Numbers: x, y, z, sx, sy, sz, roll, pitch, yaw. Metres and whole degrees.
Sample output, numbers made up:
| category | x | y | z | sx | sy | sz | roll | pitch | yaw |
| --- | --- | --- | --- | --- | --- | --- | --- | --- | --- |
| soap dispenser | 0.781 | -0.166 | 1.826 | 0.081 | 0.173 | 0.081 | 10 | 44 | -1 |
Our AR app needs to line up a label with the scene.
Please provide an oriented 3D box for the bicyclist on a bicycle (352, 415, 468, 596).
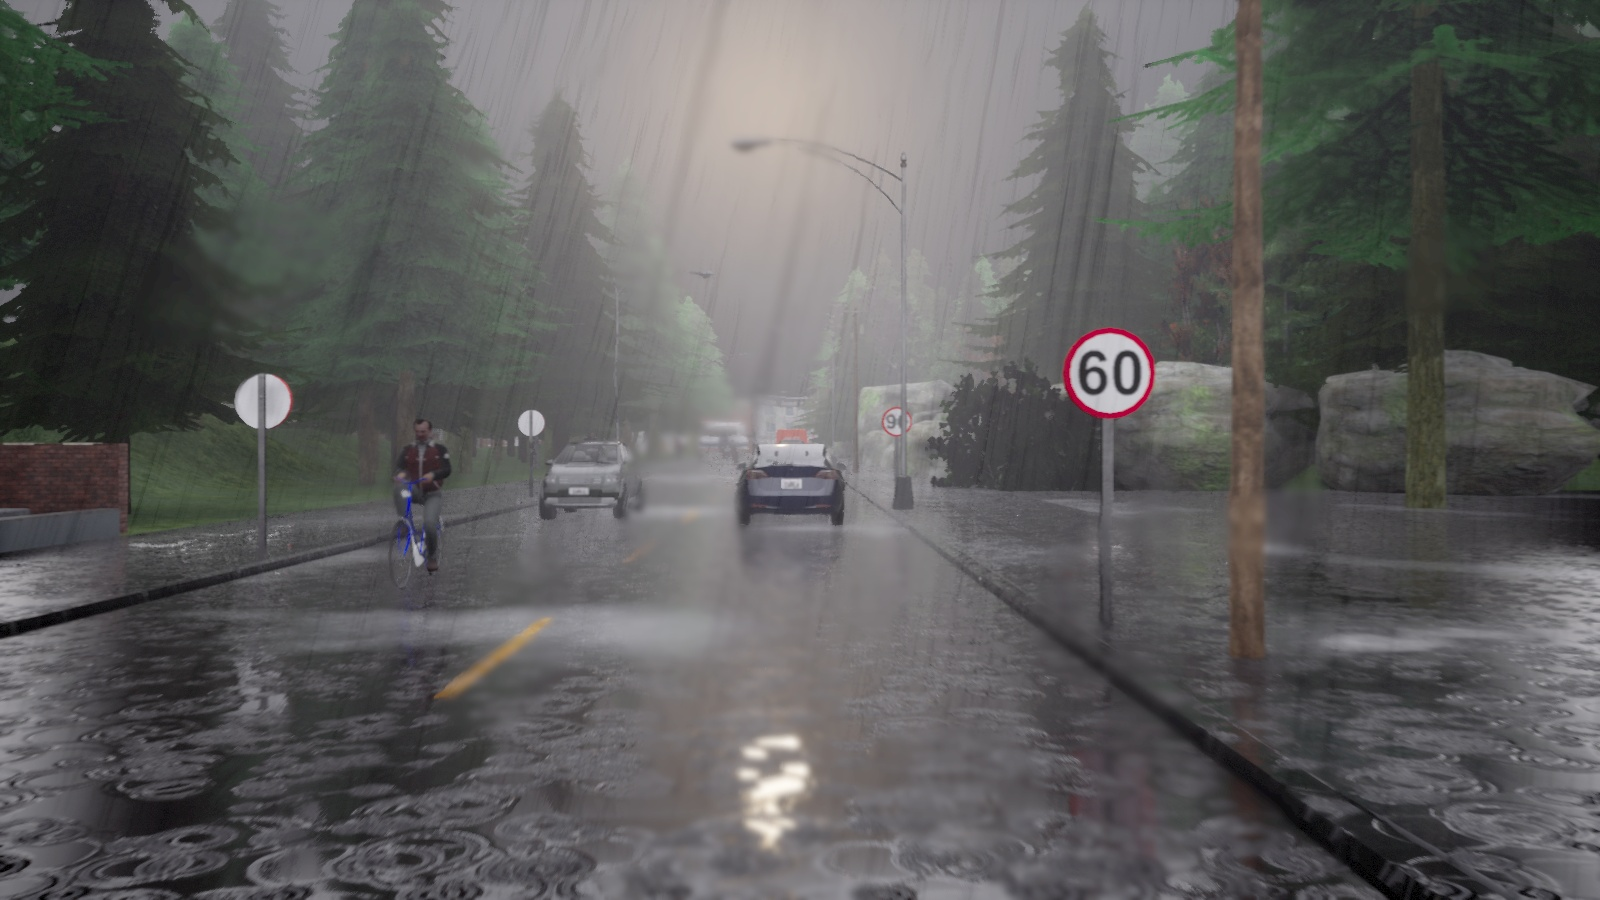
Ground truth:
| category | x | y | z | sx | sy | sz | roll | pitch | yaw |
| --- | --- | --- | --- | --- | --- | --- | --- | --- | --- |
| bicyclist on a bicycle | -4.076 | 0.540 | 13.250 | 0.659 | 1.776 | 1.843 | 0 | 0 | 0 |

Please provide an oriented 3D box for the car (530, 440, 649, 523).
| category | x | y | z | sx | sy | sz | roll | pitch | yaw |
| --- | --- | --- | --- | --- | --- | --- | --- | --- | --- |
| car | -4.158 | 0.581 | 25.337 | 1.789 | 1.549 | 3.705 | 0 | 0 | 0 |

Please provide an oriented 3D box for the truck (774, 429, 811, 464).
| category | x | y | z | sx | sy | sz | roll | pitch | yaw |
| --- | --- | --- | --- | --- | --- | --- | --- | --- | --- |
| truck | -0.527 | -0.249 | 90.108 | 2.627 | 2.467 | 5.204 | 0 | 0 | 0 |

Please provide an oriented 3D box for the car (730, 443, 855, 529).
| category | x | y | z | sx | sy | sz | roll | pitch | yaw |
| --- | --- | --- | --- | --- | --- | --- | --- | --- | --- |
| car | -0.150 | 0.610 | 24.183 | 2.163 | 1.488 | 4.792 | 0 | 0 | 0 |
